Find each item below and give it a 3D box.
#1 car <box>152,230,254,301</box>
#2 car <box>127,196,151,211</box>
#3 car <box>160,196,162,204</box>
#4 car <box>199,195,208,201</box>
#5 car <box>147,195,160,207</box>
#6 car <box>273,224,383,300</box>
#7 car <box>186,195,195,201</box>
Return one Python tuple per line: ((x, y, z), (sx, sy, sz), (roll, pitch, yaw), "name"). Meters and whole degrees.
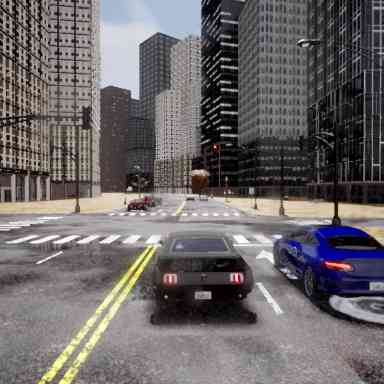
((0.111, 1.598, 8.286), (1.895, 1.301, 4.718), (0, 0, -3), "car")
((-6.535, 1.530, 40.350), (1.994, 1.385, 4.181), (0, 0, 0), "car")
((-6.502, 1.416, 60.890), (2.128, 1.511, 4.902), (0, 0, 0), "car")
((2.822, 1.396, 80.556), (1.812, 1.442, 4.674), (0, 0, -4), "car")
((-6.520, 1.299, 50.599), (2.097, 1.767, 4.553), (0, 0, 0), "car")
((3.354, 1.523, 8.254), (1.812, 1.442, 4.674), (0, 0, 1), "car")
((-0.427, 1.469, 80.443), (1.895, 1.301, 4.718), (0, 0, -4), "car")
